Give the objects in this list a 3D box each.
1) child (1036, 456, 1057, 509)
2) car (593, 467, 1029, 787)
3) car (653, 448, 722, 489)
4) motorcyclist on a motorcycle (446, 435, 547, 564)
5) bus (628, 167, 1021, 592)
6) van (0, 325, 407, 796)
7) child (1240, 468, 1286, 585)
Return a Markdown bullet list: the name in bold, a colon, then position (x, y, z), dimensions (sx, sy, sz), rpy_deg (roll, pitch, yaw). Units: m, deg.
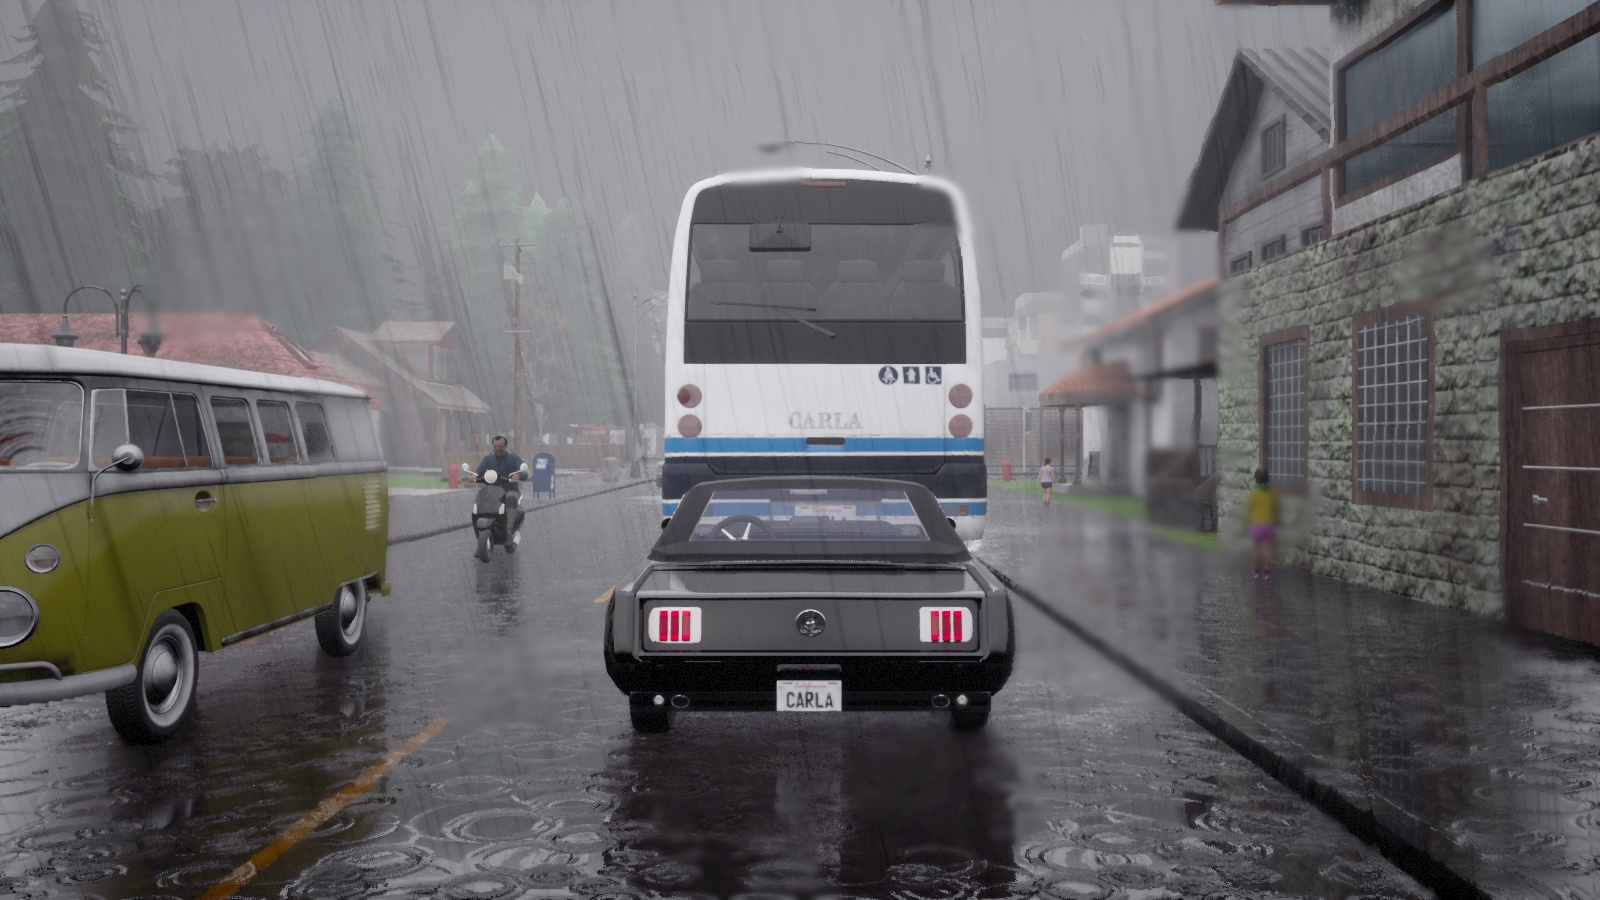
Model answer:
- **child**: position (5.235, 0.690, 26.693), dimensions (0.255, 1.110, 0.394), rpy_deg (0, 0, 44)
- **car**: position (0.053, 0.803, 7.818), dimensions (1.895, 1.301, 4.718), rpy_deg (0, 0, 0)
- **car**: position (-3.822, 0.600, 43.263), dimensions (1.895, 1.301, 4.718), rpy_deg (0, 0, 1)
- **motorcyclist on a motorcycle**: position (-3.907, 0.605, 16.322), dimensions (0.866, 1.590, 1.817), rpy_deg (0, 0, 0)
- **bus**: position (0.139, -0.730, 17.748), dimensions (3.944, 4.253, 10.273), rpy_deg (0, 0, -1)
- **van**: position (-3.948, 0.454, 7.526), dimensions (1.775, 1.987, 4.442), rpy_deg (0, 0, 0)
- **child**: position (4.705, 0.768, 12.767), dimensions (0.299, 1.160, 0.473), rpy_deg (0, 0, 1)
